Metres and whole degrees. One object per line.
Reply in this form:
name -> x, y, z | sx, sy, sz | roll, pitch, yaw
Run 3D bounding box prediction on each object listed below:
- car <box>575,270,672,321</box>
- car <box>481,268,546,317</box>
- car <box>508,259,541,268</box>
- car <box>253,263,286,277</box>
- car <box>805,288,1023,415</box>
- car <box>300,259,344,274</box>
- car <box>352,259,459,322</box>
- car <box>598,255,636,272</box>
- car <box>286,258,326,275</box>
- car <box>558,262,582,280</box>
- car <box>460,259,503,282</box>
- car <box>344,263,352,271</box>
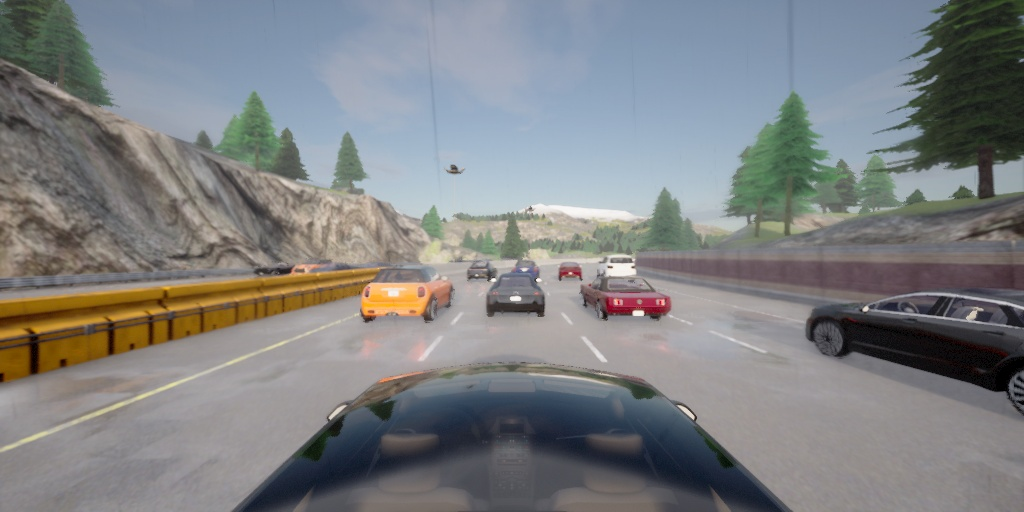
car -> 3.630, 1.345, 12.429 | 1.895, 1.301, 4.718 | 0, 0, 1
car -> 0.156, 1.308, 13.234 | 1.994, 1.385, 4.181 | 0, 0, 1
car -> 1.187, 1.088, 28.709 | 2.097, 1.767, 4.553 | 0, 0, 6
car -> -22.857, 1.334, 35.342 | 1.895, 1.301, 4.718 | 0, 0, 8
car -> 7.087, 1.241, 5.553 | 2.128, 1.511, 4.902 | 0, 0, 0
car -> -16.184, 1.282, 32.596 | 2.033, 1.411, 5.357 | 0, 0, 7
car -> -3.363, 1.097, 12.404 | 2.097, 1.767, 4.553 | 0, 0, 1
car -> 8.102, 0.958, 28.008 | 2.150, 2.045, 5.566 | 0, 0, 7
car -> -19.290, 1.086, 35.279 | 2.097, 1.767, 4.553 | 0, 0, 9
car -> 4.941, 1.213, 30.620 | 1.882, 1.535, 5.008 | 0, 0, 8
car -> -2.319, 1.228, 28.965 | 2.128, 1.511, 4.902 | 0, 0, 7
car -> -12.629, 1.281, 32.852 | 2.033, 1.411, 5.357 | 0, 0, 8
